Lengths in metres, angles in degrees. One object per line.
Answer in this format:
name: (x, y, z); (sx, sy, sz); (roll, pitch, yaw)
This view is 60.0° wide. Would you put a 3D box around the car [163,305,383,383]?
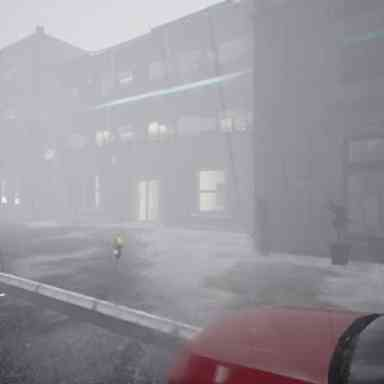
car: (2.039, 1.310, 1.413); (5.009, 1.841, 2.192); (0, 0, 36)
